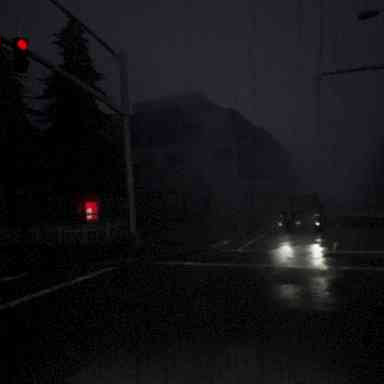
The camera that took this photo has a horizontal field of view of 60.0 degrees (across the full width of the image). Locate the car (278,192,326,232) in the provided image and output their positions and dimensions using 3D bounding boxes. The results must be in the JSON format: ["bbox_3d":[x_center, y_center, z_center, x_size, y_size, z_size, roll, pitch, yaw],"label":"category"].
[{"bbox_3d":[6.441,1.107,19.182,2.150,2.045,5.566,-4,0,25],"label":"car"}]
